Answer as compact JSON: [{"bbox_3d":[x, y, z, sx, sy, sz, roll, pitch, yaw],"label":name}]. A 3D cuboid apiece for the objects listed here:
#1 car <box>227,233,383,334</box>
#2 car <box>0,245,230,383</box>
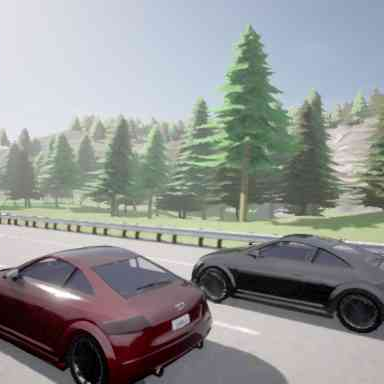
[{"bbox_3d":[2.036,1.565,6.838,4.181,1.385,1.994,0,0,35],"label":"car"},{"bbox_3d":[-1.769,1.565,5.255,4.181,1.385,1.994,0,0,35],"label":"car"}]
